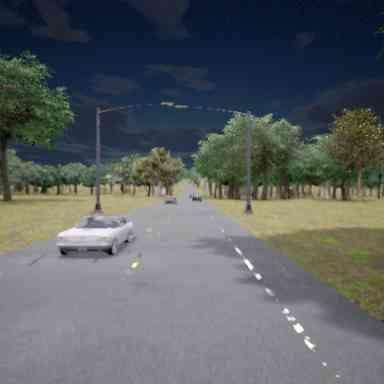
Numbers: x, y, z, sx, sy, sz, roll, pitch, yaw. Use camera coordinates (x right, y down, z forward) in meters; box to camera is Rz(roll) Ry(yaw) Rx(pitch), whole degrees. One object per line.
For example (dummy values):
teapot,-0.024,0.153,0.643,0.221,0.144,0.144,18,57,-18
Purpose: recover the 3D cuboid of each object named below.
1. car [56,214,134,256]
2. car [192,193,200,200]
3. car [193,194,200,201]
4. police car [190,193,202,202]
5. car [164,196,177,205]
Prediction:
car,-3.601,1.576,13.131,1.895,1.301,4.718,0,0,0
car,1.055,1.205,86.126,2.097,1.767,4.553,0,0,0
car,1.057,1.306,80.340,1.801,1.575,5.366,0,0,0
police car,1.056,1.273,70.257,1.930,1.638,5.238,0,0,0
car,-3.543,1.419,56.304,1.994,1.385,4.181,0,0,1
